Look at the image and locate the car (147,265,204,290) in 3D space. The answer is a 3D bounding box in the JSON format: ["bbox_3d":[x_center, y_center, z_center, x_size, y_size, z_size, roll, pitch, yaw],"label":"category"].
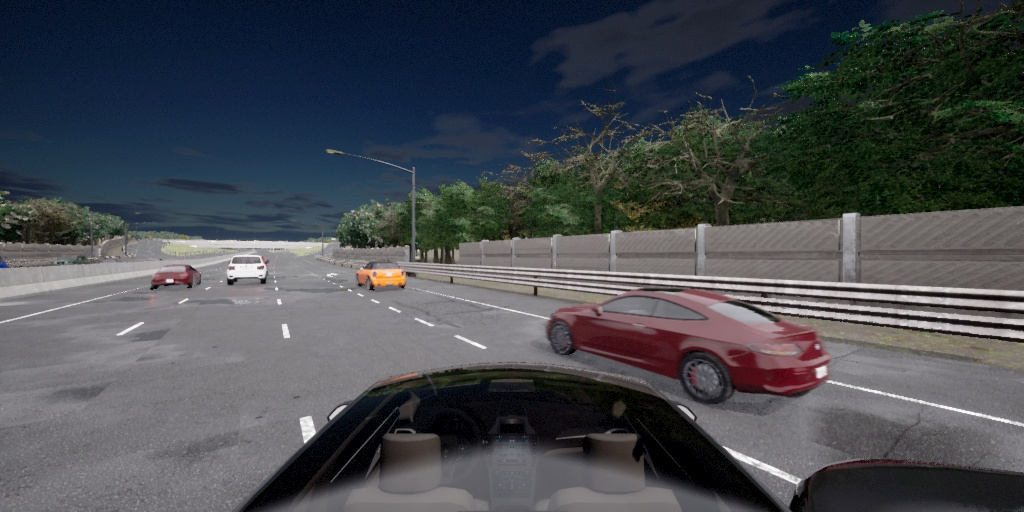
[{"bbox_3d":[-21.056,1.262,22.598,1.812,1.442,4.674,0,0,-34],"label":"car"}]

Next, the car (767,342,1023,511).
[{"bbox_3d":[2.985,1.315,0.521,4.181,1.385,1.994,0,0,34],"label":"car"}]

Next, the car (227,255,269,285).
[{"bbox_3d":[-19.289,0.957,26.244,2.150,2.045,5.566,0,0,-34],"label":"car"}]

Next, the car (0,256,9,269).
[{"bbox_3d":[-33.285,0.950,21.612,2.150,2.045,5.566,0,0,-34],"label":"car"}]

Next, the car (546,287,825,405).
[{"bbox_3d":[2.582,1.276,6.388,1.812,1.442,4.674,0,0,-34],"label":"car"}]

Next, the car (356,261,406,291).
[{"bbox_3d":[-8.286,1.095,22.435,2.097,1.767,4.553,0,0,-34],"label":"car"}]
